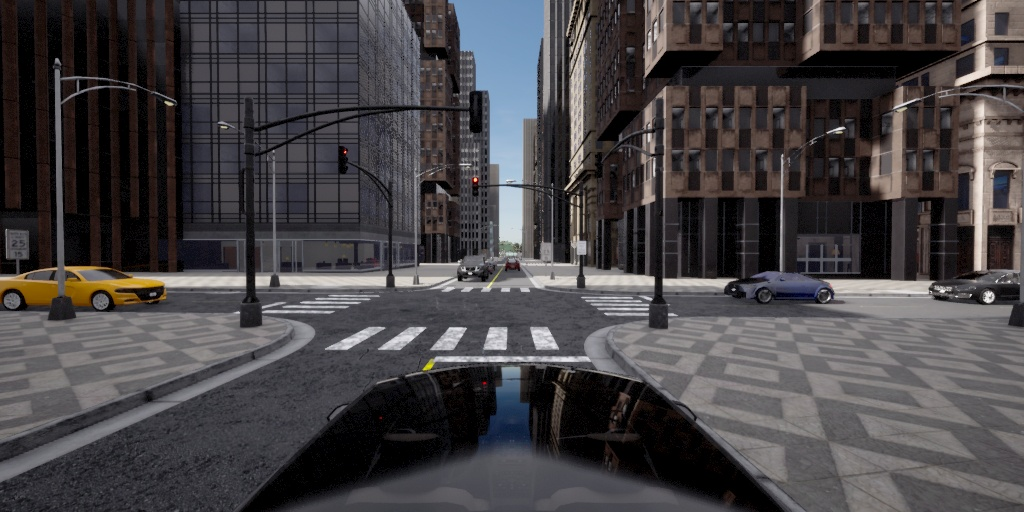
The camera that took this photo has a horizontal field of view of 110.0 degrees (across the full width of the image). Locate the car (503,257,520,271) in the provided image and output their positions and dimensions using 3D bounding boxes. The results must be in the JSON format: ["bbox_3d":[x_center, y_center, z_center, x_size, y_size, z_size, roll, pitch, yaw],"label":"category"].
[{"bbox_3d":[0.086,1.194,48.793,1.882,1.535,5.008,0,0,0],"label":"car"}]

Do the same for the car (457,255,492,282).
[{"bbox_3d":[-3.108,0.957,29.526,2.150,2.045,5.566,0,0,0],"label":"car"}]

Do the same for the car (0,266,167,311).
[{"bbox_3d":[-15.801,1.130,13.297,5.008,1.535,1.882,0,1,0],"label":"car"}]

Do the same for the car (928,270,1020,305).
[{"bbox_3d":[22.312,1.405,16.578,4.892,1.490,1.837,0,1,0],"label":"car"}]

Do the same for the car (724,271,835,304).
[{"bbox_3d":[12.230,1.389,16.558,4.181,1.385,1.994,0,1,0],"label":"car"}]

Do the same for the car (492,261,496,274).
[{"bbox_3d":[-3.103,1.290,39.552,1.994,1.385,4.181,0,0,0],"label":"car"}]
